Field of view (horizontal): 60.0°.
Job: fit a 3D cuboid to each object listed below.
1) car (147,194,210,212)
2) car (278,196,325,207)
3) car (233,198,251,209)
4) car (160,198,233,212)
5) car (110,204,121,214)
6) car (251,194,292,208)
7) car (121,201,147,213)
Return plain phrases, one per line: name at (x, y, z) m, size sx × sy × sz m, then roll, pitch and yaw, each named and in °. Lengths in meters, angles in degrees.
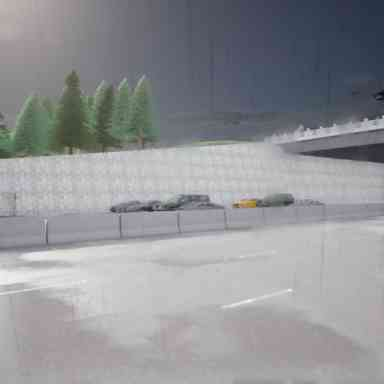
car at (-0.714, 1.223, 29.197) m, size 5.566 × 2.045 × 2.150 m, roll 0°, pitch 0°, yaw -35°
car at (11.430, 1.491, 33.547) m, size 4.902 × 1.511 × 2.128 m, roll 0°, pitch 0°, yaw -35°
car at (7.520, 1.477, 43.607) m, size 5.008 × 1.535 × 1.882 m, roll 0°, pitch 0°, yaw -35°
car at (0.383, 1.492, 25.687) m, size 4.902 × 1.511 × 2.128 m, roll 0°, pitch 0°, yaw -35°
car at (-6.163, 1.563, 33.923) m, size 4.181 × 1.385 × 1.994 m, roll 0°, pitch 0°, yaw -35°
car at (10.400, 1.224, 41.348) m, size 5.566 × 2.045 × 2.150 m, roll 0°, pitch 0°, yaw -35°
car at (-3.767, 1.506, 31.329) m, size 4.892 × 1.490 × 1.837 m, roll 1°, pitch 0°, yaw -35°
